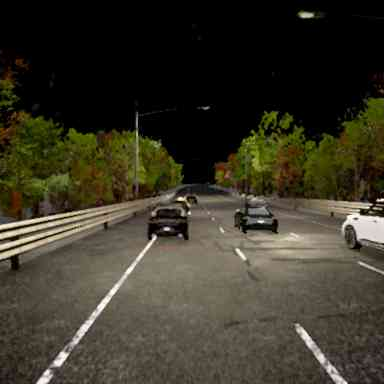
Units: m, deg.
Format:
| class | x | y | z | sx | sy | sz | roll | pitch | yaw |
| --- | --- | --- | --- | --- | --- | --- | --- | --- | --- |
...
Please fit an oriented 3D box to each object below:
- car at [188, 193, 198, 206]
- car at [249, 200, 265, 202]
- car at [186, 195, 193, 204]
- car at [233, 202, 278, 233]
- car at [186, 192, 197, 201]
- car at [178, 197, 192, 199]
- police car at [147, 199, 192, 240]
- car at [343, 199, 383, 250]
| class | x | y | z | sx | sy | sz | roll | pitch | yaw |
| --- | --- | --- | --- | --- | --- | --- | --- | --- | --- |
| car | -0.091 | 1.300 | 51.989 | 1.882 | 1.535 | 5.008 | 0 | 0 | 0 |
| car | 7.036 | 1.476 | 36.489 | 1.895 | 1.301 | 4.718 | 0 | 0 | 0 |
| car | -1.107 | 1.343 | 32.897 | 1.801 | 1.575 | 5.366 | 0 | 0 | 0 |
| car | 3.568 | 1.498 | 19.190 | 1.994 | 1.385 | 4.181 | 0 | 0 | 0 |
| car | -0.125 | 0.924 | 70.412 | 2.097 | 1.767 | 4.553 | 0 | 1 | 0 |
| car | -1.096 | 1.414 | 26.705 | 1.837 | 1.490 | 4.892 | 0 | 0 | 0 |
| police car | -1.078 | 1.367 | 16.812 | 1.930 | 1.638 | 5.238 | 0 | 0 | 0 |
| car | 7.081 | 1.184 | 10.892 | 2.150 | 2.045 | 5.566 | 0 | 0 | 0 |
